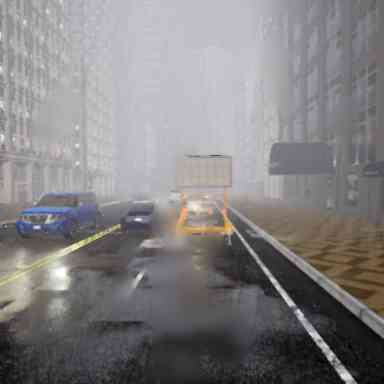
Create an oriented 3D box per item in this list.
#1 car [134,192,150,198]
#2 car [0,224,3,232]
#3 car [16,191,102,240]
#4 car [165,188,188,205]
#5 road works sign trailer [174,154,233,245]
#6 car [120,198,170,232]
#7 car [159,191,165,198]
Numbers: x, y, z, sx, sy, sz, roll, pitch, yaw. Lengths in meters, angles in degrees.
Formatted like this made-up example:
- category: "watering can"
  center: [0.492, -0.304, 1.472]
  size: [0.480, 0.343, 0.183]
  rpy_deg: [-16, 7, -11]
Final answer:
- category: "car"
  center: [-8.080, 0.714, 53.715]
  size: [1.994, 1.385, 4.181]
  rpy_deg: [0, 1, 2]
- category: "car"
  center: [-9.411, 1.409, 12.453]
  size: [2.033, 1.411, 5.357]
  rpy_deg: [0, 1, 2]
- category: "car"
  center: [-6.049, 0.997, 15.923]
  size: [2.150, 2.045, 5.566]
  rpy_deg: [0, 1, 2]
- category: "car"
  center: [-1.777, 0.513, 42.483]
  size: [2.150, 2.045, 5.566]
  rpy_deg: [0, 1, 2]
- category: "road works sign trailer"
  center: [0.494, 0.218, 14.168]
  size: [2.380, 3.560, 2.880]
  rpy_deg: [0, 1, 3]
- category: "car"
  center: [-2.533, 1.275, 18.097]
  size: [1.994, 1.385, 4.181]
  rpy_deg: [0, 1, 2]
- category: "car"
  center: [-4.666, 0.541, 58.207]
  size: [2.128, 1.511, 4.902]
  rpy_deg: [0, 1, 2]
